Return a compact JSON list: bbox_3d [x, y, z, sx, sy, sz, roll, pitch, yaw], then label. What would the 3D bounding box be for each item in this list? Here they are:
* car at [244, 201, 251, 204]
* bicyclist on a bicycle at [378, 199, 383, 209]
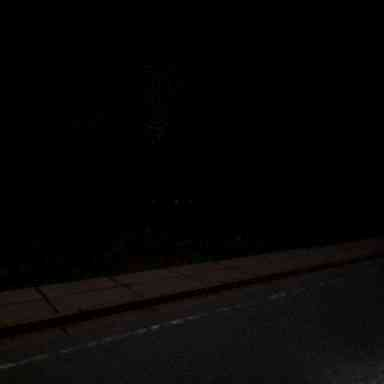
[{"bbox_3d":[10.544,1.859,57.348,2.128,1.511,4.902,1,0,-34],"label":"car"},{"bbox_3d":[24.633,1.774,43.186,1.656,1.620,0.582,22,-28,-26],"label":"bicyclist on a bicycle"}]
